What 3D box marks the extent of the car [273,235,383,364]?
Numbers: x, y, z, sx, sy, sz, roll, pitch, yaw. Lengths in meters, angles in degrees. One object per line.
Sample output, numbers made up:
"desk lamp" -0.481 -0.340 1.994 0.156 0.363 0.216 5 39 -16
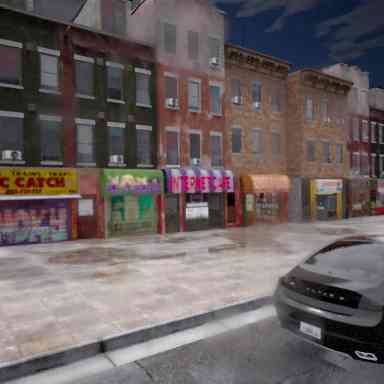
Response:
"car" 3.472 1.503 5.633 4.892 1.490 1.837 0 0 -36
